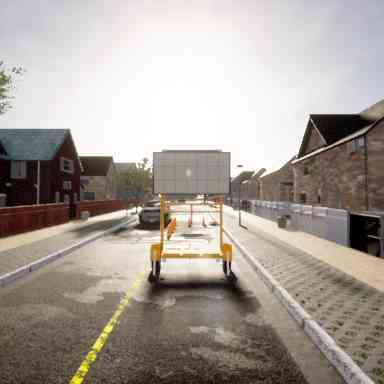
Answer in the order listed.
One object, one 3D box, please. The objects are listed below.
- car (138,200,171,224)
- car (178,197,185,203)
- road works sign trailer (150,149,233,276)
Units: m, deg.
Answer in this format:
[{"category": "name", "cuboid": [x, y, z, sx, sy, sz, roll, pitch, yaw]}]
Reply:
[{"category": "car", "cuboid": [-2.766, 1.429, 25.367, 2.097, 1.767, 4.553, 0, 0, 0]}, {"category": "car", "cuboid": [-2.809, 2.228, 90.427, 1.837, 1.490, 4.892, 0, -1, 0]}, {"category": "road works sign trailer", "cuboid": [-0.010, 0.483, 10.386, 2.380, 3.560, 2.880, 0, 0, 1]}]
